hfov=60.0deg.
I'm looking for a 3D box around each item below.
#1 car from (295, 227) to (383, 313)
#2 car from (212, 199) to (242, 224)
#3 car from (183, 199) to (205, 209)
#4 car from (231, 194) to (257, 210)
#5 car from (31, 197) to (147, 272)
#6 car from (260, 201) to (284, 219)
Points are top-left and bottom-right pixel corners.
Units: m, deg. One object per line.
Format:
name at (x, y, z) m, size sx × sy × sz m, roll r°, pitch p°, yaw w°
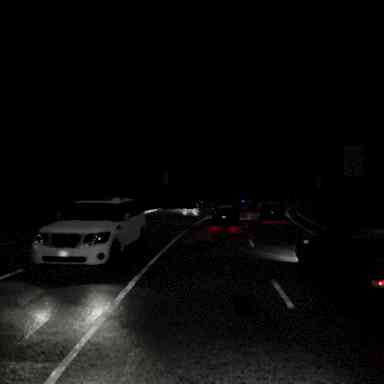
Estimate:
car at (3.942, 1.552, 7.863) m, size 2.033 × 1.411 × 5.357 m, roll 0°, pitch 0°, yaw 4°
car at (2.573, 1.518, 24.917) m, size 1.812 × 1.442 × 4.674 m, roll 0°, pitch 0°, yaw 10°
car at (0.332, 1.566, 45.589) m, size 1.895 × 1.301 × 4.718 m, roll 0°, pitch 0°, yaw 18°
car at (6.929, 1.216, 42.562) m, size 2.150 × 2.045 × 5.566 m, roll 0°, pitch 0°, yaw 17°
car at (-3.015, 1.207, 11.167) m, size 2.150 × 2.045 × 5.566 m, roll 0°, pitch 0°, yaw 5°
car at (6.984, 1.481, 29.149) m, size 1.882 × 1.535 × 5.008 m, roll 0°, pitch 0°, yaw 12°
